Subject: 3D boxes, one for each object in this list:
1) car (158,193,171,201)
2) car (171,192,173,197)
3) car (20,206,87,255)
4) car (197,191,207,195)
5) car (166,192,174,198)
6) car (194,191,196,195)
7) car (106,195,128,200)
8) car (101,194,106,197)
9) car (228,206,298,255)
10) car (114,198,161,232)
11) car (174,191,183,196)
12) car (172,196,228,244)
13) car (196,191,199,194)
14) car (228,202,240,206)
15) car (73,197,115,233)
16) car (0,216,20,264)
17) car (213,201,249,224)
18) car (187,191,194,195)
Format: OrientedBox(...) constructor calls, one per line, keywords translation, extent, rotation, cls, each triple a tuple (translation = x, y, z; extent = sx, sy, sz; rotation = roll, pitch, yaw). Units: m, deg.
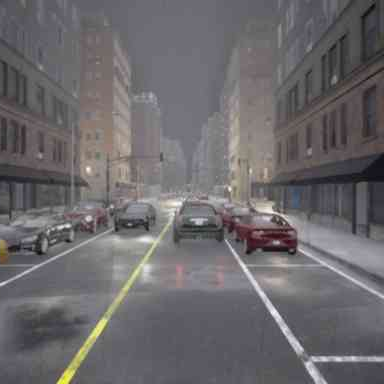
OrientedBox(translation=(-5.995, 1.099, 67.588), extent=(2.008, 1.369, 4.403), rotation=(0, 0, -1), cls="car")
OrientedBox(translation=(-6.101, 1.036, 78.603), extent=(1.887, 1.381, 4.507), rotation=(0, 0, -1), cls="car")
OrientedBox(translation=(-5.853, 1.455, 12.748), extent=(2.008, 1.369, 4.403), rotation=(0, 0, 0), cls="car")
OrientedBox(translation=(2.530, 1.092, 67.666), extent=(1.887, 1.381, 4.507), rotation=(0, 0, -1), cls="car")
OrientedBox(translation=(-6.259, 0.860, 95.126), extent=(1.967, 1.590, 4.097), rotation=(0, 0, -1), cls="car")
OrientedBox(translation=(2.372, 0.780, 84.185), extent=(2.192, 1.841, 5.009), rotation=(0, 0, -1), cls="car")
OrientedBox(translation=(-5.854, 1.229, 29.226), extent=(1.967, 1.590, 4.097), rotation=(0, 0, 0), cls="car")
OrientedBox(translation=(-13.733, 1.104, 48.626), extent=(4.902, 1.511, 2.128), rotation=(0, 0, 2), cls="car")
OrientedBox(translation=(2.675, 1.449, 12.758), extent=(1.887, 1.381, 4.507), rotation=(0, 0, 0), cls="car")
OrientedBox(translation=(-3.094, 1.337, 19.101), extent=(1.882, 1.535, 5.008), rotation=(0, 0, 0), cls="car")
OrientedBox(translation=(-3.384, 0.969, 92.829), extent=(2.033, 1.411, 5.357), rotation=(0, 0, -1), cls="car")
OrientedBox(translation=(0.200, 1.237, 15.423), extent=(2.097, 1.767, 4.553), rotation=(0, 0, -2), cls="car")
OrientedBox(translation=(2.423, 1.015, 78.850), extent=(1.752, 1.417, 4.829), rotation=(0, 0, -1), cls="car")
OrientedBox(translation=(2.673, 1.410, 18.249), extent=(1.887, 1.381, 4.507), rotation=(0, 0, 0), cls="car")
OrientedBox(translation=(-5.852, 1.305, 18.240), extent=(1.967, 1.590, 4.097), rotation=(0, 0, 0), cls="car")
OrientedBox(translation=(-5.852, 1.471, 7.085), extent=(1.752, 1.417, 4.829), rotation=(0, 0, 0), cls="car")
OrientedBox(translation=(2.672, 1.378, 23.741), extent=(2.008, 1.369, 4.403), rotation=(0, 0, 0), cls="car")
OrientedBox(translation=(-0.386, 0.979, 93.079), extent=(1.895, 1.301, 4.718), rotation=(0, 0, -1), cls="car")
